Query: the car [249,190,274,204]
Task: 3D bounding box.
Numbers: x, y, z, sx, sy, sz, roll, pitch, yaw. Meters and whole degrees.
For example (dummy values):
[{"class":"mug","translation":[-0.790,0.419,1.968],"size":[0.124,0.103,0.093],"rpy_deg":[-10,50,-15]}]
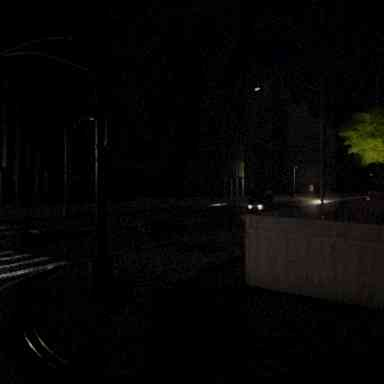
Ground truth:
[{"class":"car","translation":[10.535,0.691,50.105],"size":[2.150,2.045,5.566],"rpy_deg":[0,1,35]}]
